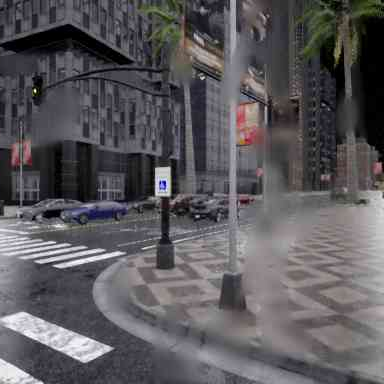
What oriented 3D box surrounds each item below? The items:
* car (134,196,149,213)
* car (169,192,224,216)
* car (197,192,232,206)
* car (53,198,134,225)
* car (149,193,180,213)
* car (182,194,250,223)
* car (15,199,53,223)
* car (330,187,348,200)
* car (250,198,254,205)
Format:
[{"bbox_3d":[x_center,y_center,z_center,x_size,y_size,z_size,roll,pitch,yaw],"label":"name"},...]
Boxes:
[{"bbox_3d":[-4.242,1.086,30.659,1.812,1.442,4.674,0,1,35],"label":"car"},{"bbox_3d":[0.640,1.066,25.963,1.882,1.535,5.008,0,1,35],"label":"car"},{"bbox_3d":[2.828,0.828,40.621,1.882,1.535,5.008,0,1,36],"label":"car"},{"bbox_3d":[-6.381,1.238,21.996,1.812,1.442,4.674,0,1,36],"label":"car"},{"bbox_3d":[-1.214,0.906,29.310,2.097,1.767,4.553,0,1,35],"label":"car"},{"bbox_3d":[1.727,1.148,21.877,1.837,1.490,4.892,0,2,35],"label":"car"},{"bbox_3d":[-9.607,1.215,23.112,2.128,1.511,4.902,0,1,36],"label":"car"},{"bbox_3d":[23.628,0.231,52.801,2.150,2.045,5.566,0,1,36],"label":"car"},{"bbox_3d":[5.384,0.959,38.611,1.895,1.301,4.718,0,1,35],"label":"car"}]
